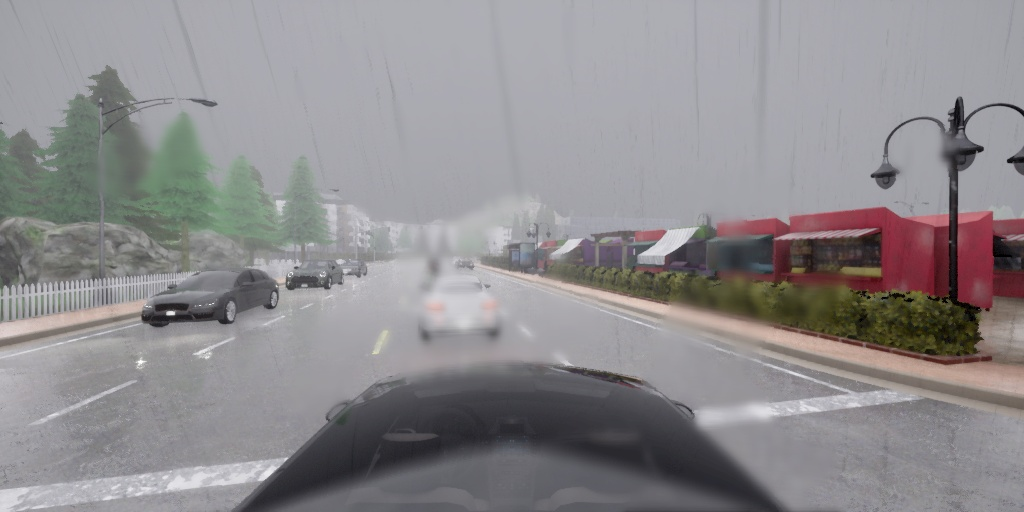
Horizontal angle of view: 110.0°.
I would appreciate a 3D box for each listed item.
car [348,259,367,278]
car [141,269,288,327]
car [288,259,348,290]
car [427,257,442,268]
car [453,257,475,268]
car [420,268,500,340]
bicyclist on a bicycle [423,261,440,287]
[{"bbox_3d":[-13.652,1.033,30.679,2.128,1.511,4.902,0,0,-13],"label":"car"},{"bbox_3d":[-9.210,1.190,11.466,1.837,1.490,4.892,0,0,-13],"label":"car"},{"bbox_3d":[-11.433,0.965,21.062,2.097,1.767,4.553,0,0,-13],"label":"car"},{"bbox_3d":[-10.959,0.898,50.798,1.837,1.490,4.892,0,0,-13],"label":"car"},{"bbox_3d":[-5.712,1.047,43.749,1.895,1.301,4.718,0,0,-13],"label":"car"},{"bbox_3d":[-1.494,1.225,9.769,1.812,1.442,4.674,0,0,-12],"label":"car"},{"bbox_3d":[-4.349,1.078,19.612,0.582,1.620,1.656,0,1,25],"label":"bicyclist on a bicycle"}]
